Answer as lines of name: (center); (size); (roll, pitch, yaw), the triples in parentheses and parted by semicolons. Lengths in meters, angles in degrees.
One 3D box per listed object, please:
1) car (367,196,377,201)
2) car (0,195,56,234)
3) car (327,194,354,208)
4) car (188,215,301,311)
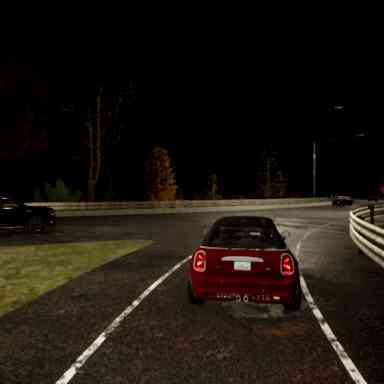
car: (42.481, 1.552, 78.587); (1.895, 1.301, 4.718); (0, 0, 22)
car: (-10.397, 1.198, 18.131); (5.566, 2.045, 2.150); (0, 0, -23)
car: (22.293, 1.462, 49.036); (2.128, 1.511, 4.902); (0, 0, 44)
car: (1.299, 1.348, 8.062); (2.097, 1.767, 4.553); (0, 0, 11)
